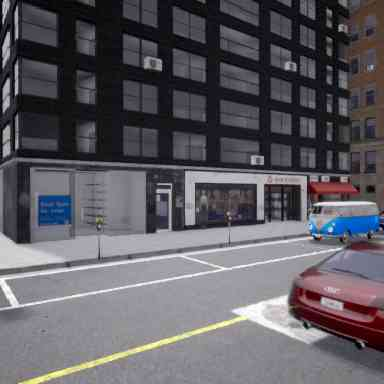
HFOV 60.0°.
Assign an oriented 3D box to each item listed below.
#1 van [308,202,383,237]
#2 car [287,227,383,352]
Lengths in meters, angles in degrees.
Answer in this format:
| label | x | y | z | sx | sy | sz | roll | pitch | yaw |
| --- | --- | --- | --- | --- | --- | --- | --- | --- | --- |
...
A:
| label | x | y | z | sx | sy | sz | roll | pitch | yaw |
| --- | --- | --- | --- | --- | --- | --- | --- | --- | --- |
| van | 7.074 | 1.342 | 15.444 | 3.998 | 1.788 | 1.690 | 0 | 0 | -36 |
| car | 3.624 | 1.564 | 5.899 | 4.181 | 1.385 | 1.994 | 0 | 0 | -35 |
